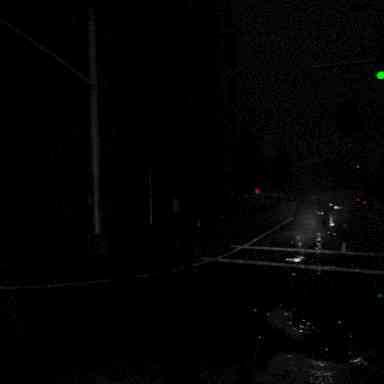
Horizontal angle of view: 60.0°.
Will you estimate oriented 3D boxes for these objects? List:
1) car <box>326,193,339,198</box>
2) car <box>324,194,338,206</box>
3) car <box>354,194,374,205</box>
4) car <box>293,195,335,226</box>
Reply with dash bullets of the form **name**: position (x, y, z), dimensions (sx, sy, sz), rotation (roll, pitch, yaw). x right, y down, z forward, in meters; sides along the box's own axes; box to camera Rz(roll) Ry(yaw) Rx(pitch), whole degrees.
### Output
- **car**: position (16.295, 0.872, 39.409), dimensions (2.033, 1.411, 5.357), rotation (-1, 0, 25)
- **car**: position (11.726, 1.105, 29.794), dimensions (1.895, 1.301, 4.718), rotation (-1, 0, 25)
- **car**: position (19.883, 0.845, 38.581), dimensions (1.895, 1.301, 4.718), rotation (-1, 0, 25)
- **car**: position (7.509, 1.163, 20.796), dimensions (2.128, 1.511, 4.902), rotation (-1, 0, 25)
